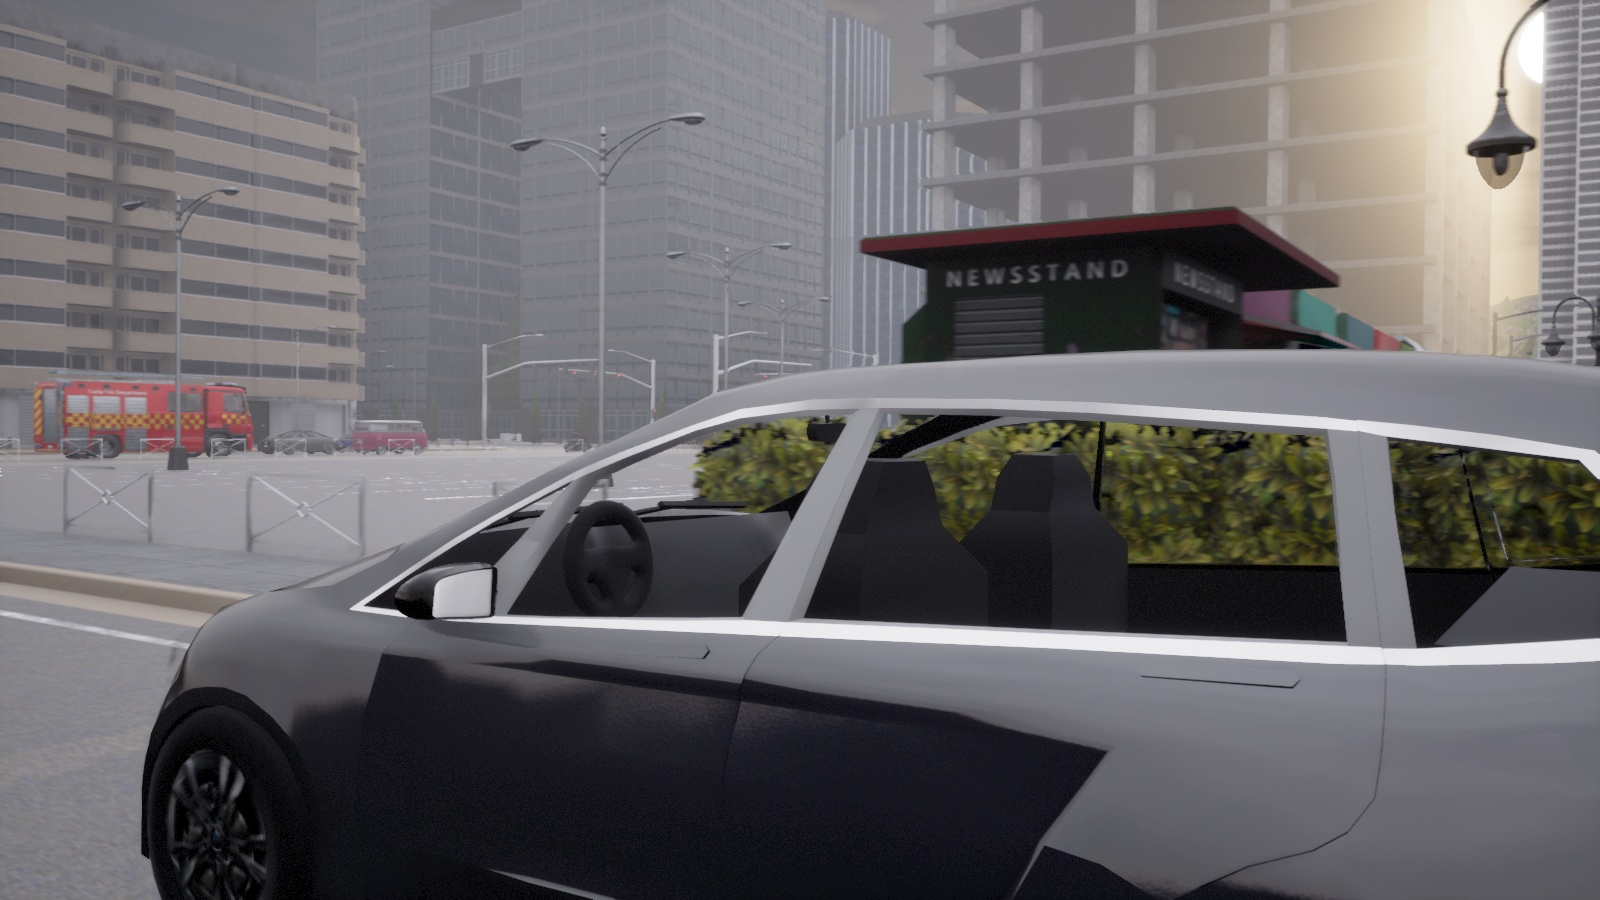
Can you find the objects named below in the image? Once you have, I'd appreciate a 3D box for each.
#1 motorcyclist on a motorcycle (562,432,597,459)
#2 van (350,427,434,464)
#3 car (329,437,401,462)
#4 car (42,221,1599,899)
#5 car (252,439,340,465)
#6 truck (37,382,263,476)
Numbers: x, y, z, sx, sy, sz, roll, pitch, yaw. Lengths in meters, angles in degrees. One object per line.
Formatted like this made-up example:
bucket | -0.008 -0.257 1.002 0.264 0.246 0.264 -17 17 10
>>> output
motorcyclist on a motorcycle | -13.906 -0.274 79.225 0.766 1.649 2.350 0 1 32
van | -23.064 -0.278 71.146 1.775 1.987 4.442 0 1 32
car | -26.869 -0.073 77.768 1.816 1.474 4.193 0 1 24
car | 0.274 0.526 3.439 4.611 1.667 2.242 0 1 34
car | -27.985 0.095 69.865 1.994 1.385 4.181 0 1 32
truck | -28.554 -0.934 55.663 2.891 3.827 8.468 0 1 35
